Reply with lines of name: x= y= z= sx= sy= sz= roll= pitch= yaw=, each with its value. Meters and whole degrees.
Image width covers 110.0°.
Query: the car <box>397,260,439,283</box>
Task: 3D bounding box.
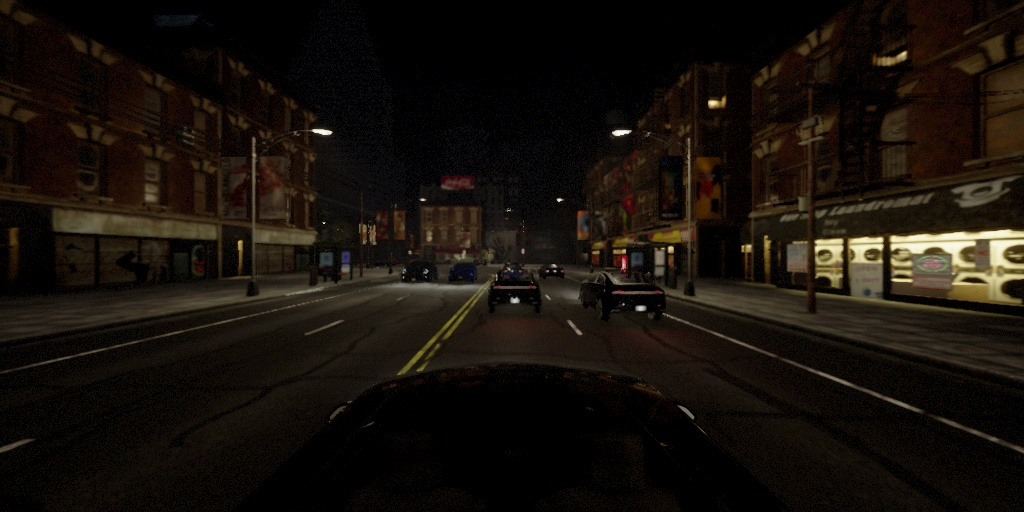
car: x=-7.196 y=1.120 z=28.340 sx=2.097 sy=1.767 sz=4.553 roll=0 pitch=0 yaw=-1

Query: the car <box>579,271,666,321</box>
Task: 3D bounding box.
car: x=3.599 y=1.249 z=12.440 sx=2.128 sy=1.511 sz=4.902 roll=0 pitch=0 yaw=0

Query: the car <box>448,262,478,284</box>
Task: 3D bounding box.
car: x=-3.675 y=1.245 z=27.657 sx=1.882 sy=1.535 sz=5.008 roll=0 pitch=0 yaw=-1

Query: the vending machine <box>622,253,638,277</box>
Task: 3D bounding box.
vending machine: x=10.872 y=0.967 z=33.488 sx=1.100 sy=2.100 sz=0.880 roll=0 pitch=0 yaw=-1

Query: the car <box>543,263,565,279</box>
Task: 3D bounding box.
car: x=3.486 y=1.318 z=32.421 sx=2.033 sy=1.411 sz=5.357 roll=0 pitch=0 yaw=-2

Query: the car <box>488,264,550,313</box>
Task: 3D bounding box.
car: x=0.099 y=1.250 z=14.126 sx=2.128 sy=1.511 sz=4.902 roll=0 pitch=0 yaw=0
